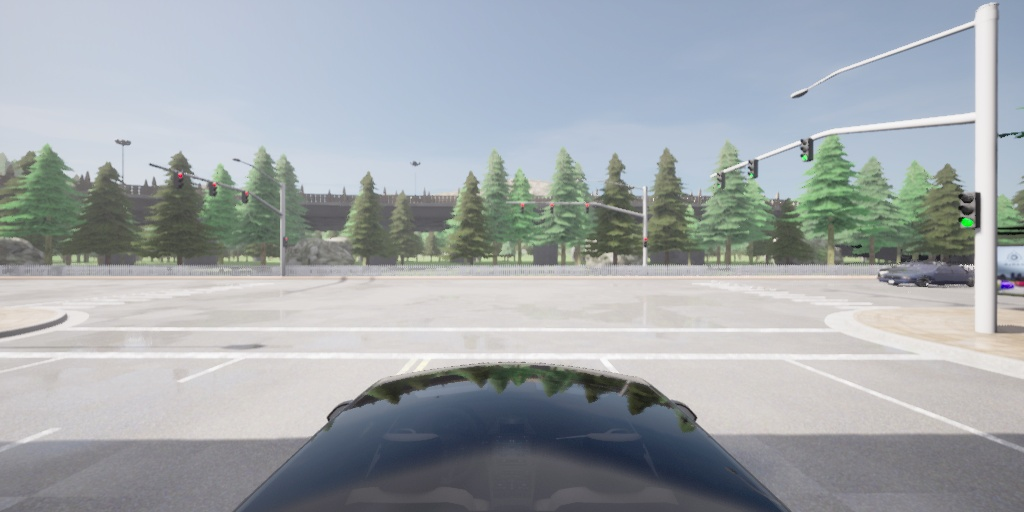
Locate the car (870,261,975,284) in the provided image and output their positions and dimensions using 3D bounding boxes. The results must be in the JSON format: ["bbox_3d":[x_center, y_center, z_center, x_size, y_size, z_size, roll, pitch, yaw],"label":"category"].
[{"bbox_3d":[28.947,1.129,25.428,4.902,1.511,2.128,0,0,1],"label":"car"}]

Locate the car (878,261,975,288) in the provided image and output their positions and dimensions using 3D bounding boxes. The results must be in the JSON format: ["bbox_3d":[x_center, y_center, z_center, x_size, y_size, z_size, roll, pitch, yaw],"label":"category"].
[{"bbox_3d":[25.965,1.193,22.014,5.357,1.411,2.033,0,0,0],"label":"car"}]
